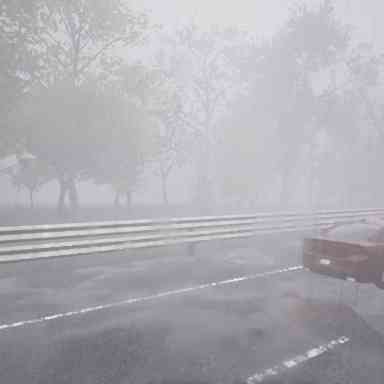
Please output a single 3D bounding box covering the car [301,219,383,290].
[{"bbox_3d":[5.135,1.480,9.148,5.008,1.535,1.882,0,0,-34],"label":"car"}]
